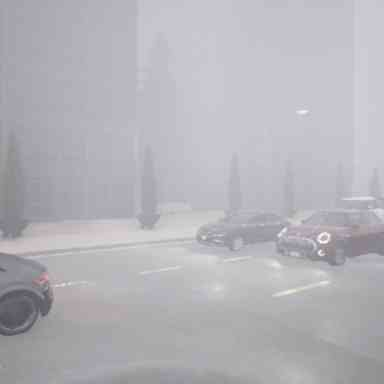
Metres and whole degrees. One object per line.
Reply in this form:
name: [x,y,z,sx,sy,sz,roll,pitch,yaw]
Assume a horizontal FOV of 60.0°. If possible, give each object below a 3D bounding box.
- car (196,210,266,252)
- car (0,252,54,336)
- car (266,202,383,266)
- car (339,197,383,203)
car: [2.436,1.560,14.311,4.892,1.490,1.837,1,0,-35]
car: [-4.415,1.558,5.143,4.181,1.385,1.994,0,0,-35]
car: [5.116,1.412,11.886,4.553,1.767,2.097,1,0,-35]
car: [9.703,1.313,19.363,5.566,2.045,2.150,0,0,-35]
